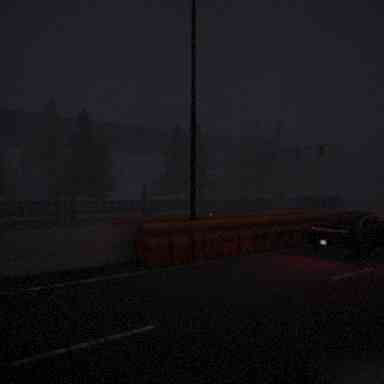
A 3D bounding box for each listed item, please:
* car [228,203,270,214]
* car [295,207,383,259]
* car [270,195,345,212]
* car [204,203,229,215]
[{"bbox_3d":[5.115,1.585,24.774,4.181,1.385,1.994,0,0,-35],"label":"car"},{"bbox_3d":[6.460,1.506,12.726,4.902,1.511,2.128,0,0,-35],"label":"car"},{"bbox_3d":[8.241,1.245,22.685,5.566,2.045,2.150,0,0,-35],"label":"car"},{"bbox_3d":[3.084,1.585,27.625,4.181,1.385,1.994,0,0,-35],"label":"car"}]
